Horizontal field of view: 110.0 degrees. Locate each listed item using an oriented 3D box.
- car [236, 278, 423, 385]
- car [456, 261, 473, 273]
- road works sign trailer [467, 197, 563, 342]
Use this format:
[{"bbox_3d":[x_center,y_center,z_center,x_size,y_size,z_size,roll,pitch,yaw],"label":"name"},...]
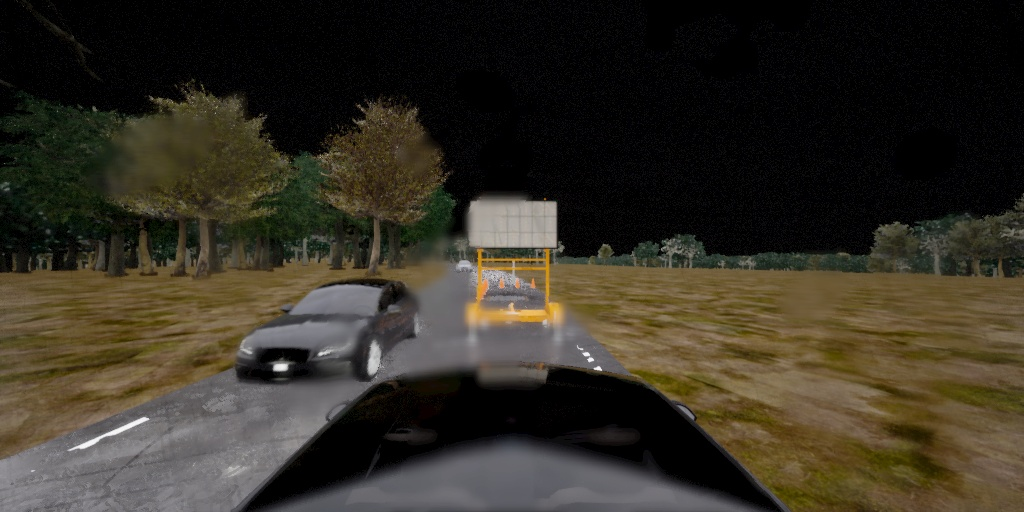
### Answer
[{"bbox_3d":[-3.142,1.251,7.265,1.837,1.490,4.892,0,0,-1],"label":"car"},{"bbox_3d":[-5.722,1.278,43.275,1.812,1.442,4.674,0,0,-8],"label":"car"},{"bbox_3d":[0.041,0.214,9.789,2.380,3.560,2.880,0,0,-2],"label":"road works sign trailer"}]
